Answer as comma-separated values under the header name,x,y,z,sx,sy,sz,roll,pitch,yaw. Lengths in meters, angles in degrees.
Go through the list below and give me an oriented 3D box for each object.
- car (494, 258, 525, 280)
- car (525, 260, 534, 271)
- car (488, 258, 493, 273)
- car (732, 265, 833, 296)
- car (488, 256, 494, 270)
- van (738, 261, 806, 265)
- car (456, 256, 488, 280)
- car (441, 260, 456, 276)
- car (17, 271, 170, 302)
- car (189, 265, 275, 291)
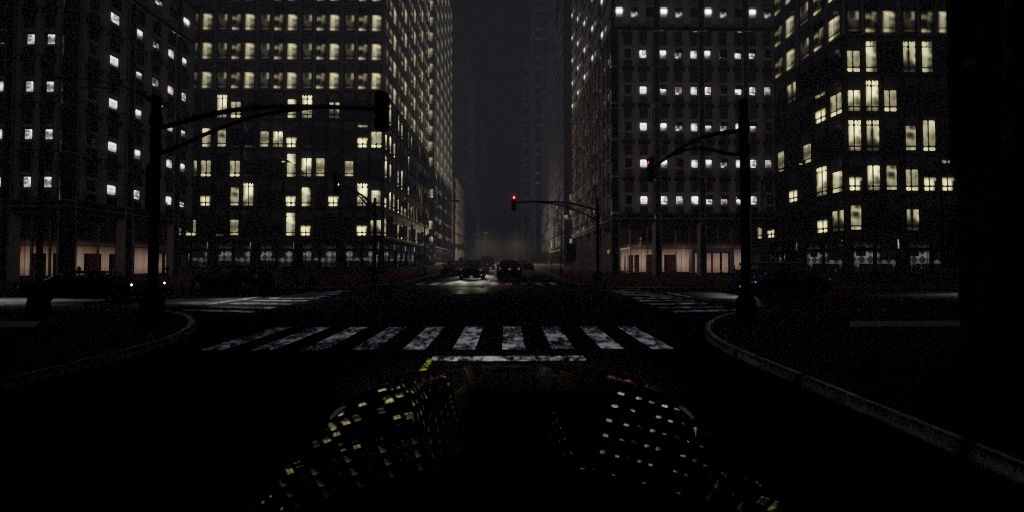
name,x,y,z,sx,sy,sz,roll,pitch,yaw
car,-0.287,1.112,31.976,2.097,1.767,4.553,0,0,-2
car,2.065,1.349,48.389,1.802,1.307,4.207,0,0,-1
car,-3.636,1.257,41.818,2.128,1.511,4.902,0,0,-1
car,14.522,1.342,19.251,4.674,1.442,1.812,0,-1,-2
car,-3.803,0.993,54.846,2.150,2.045,5.566,0,0,-1
van,15.714,1.210,21.847,3.998,1.789,1.690,0,0,-1
car,-3.446,1.113,31.745,2.097,1.767,4.553,0,0,-2
car,-6.164,1.203,37.065,1.967,1.591,4.097,0,0,-1
car,-18.066,1.301,15.692,4.718,1.301,1.895,0,-1,-1
car,-16.758,1.255,21.484,4.097,1.591,1.967,0,0,-1
